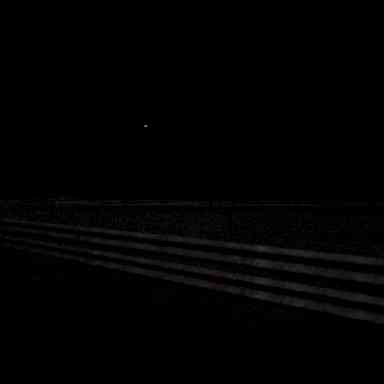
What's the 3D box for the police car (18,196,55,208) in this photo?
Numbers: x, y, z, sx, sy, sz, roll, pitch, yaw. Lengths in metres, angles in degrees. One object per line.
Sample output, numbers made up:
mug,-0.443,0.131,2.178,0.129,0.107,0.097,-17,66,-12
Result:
police car,-21.846,1.361,46.493,5.238,1.638,1.930,0,0,13
